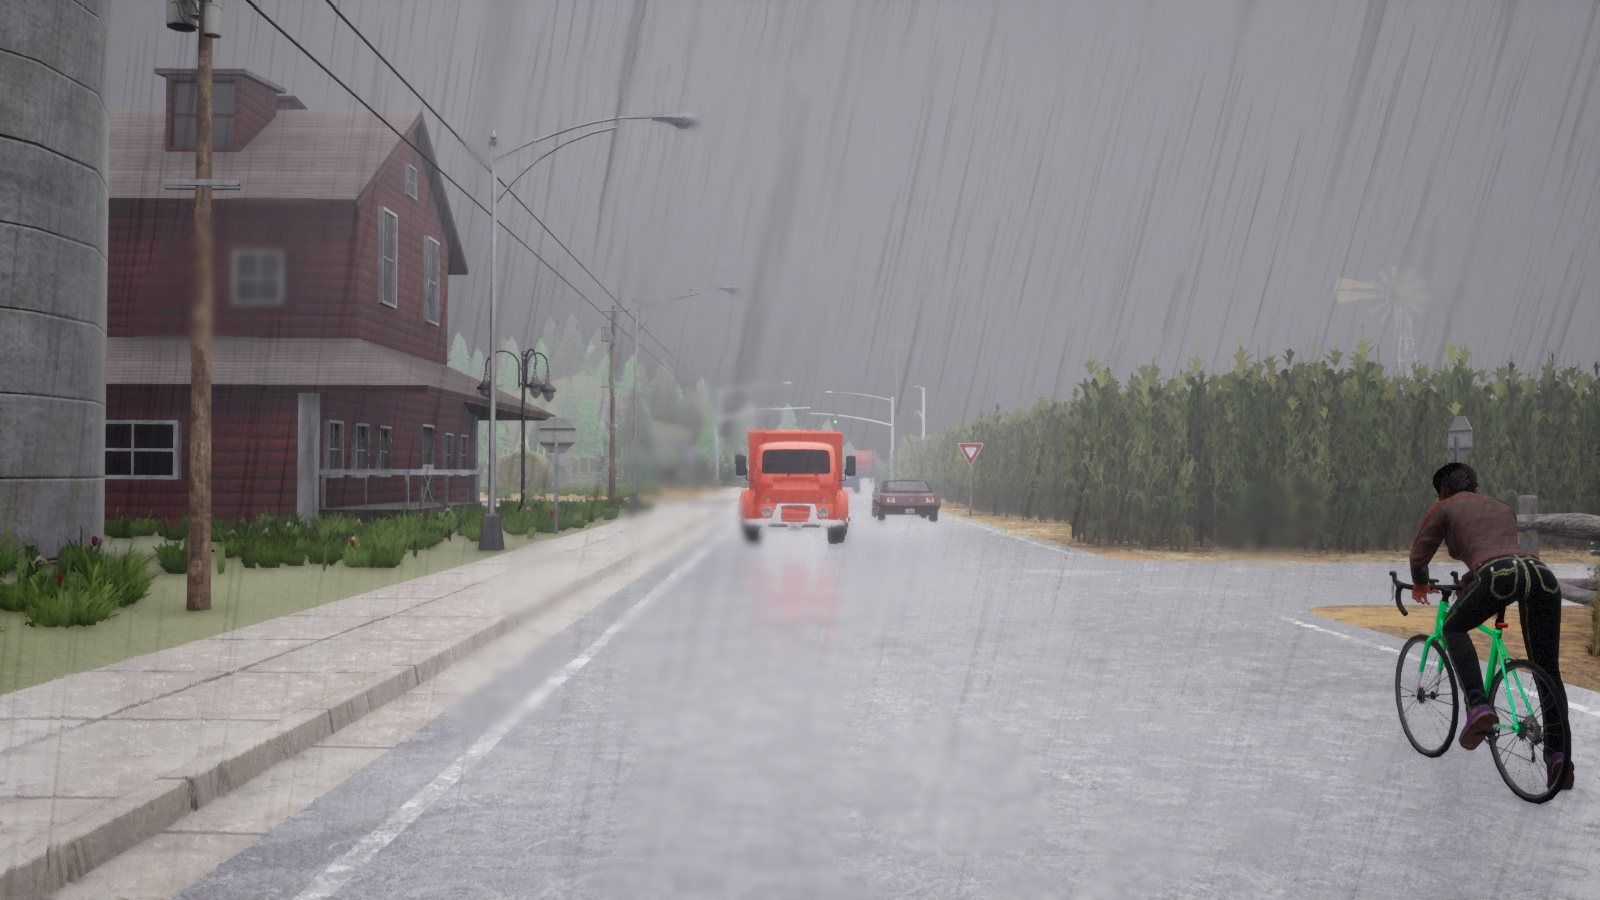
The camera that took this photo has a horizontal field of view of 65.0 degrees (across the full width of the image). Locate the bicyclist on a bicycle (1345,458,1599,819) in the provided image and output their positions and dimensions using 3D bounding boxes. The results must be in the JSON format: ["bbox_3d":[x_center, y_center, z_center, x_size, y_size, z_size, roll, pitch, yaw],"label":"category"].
[{"bbox_3d":[3.478,0.862,6.486,0.582,1.620,1.656,0,-1,0],"label":"bicyclist on a bicycle"}]

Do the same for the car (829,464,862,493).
[{"bbox_3d":[3.233,2.033,90.319,2.150,2.045,5.566,0,-1,0],"label":"car"}]

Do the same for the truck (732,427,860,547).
[{"bbox_3d":[-0.094,0.805,28.403,2.627,2.467,5.204,0,-1,0],"label":"truck"}]

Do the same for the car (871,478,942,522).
[{"bbox_3d":[3.373,1.582,40.627,1.895,1.301,4.718,0,-1,0],"label":"car"}]

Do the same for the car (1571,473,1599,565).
[{"bbox_3d":[15.335,1.093,20.049,4.892,1.490,1.837,0,-1,0],"label":"car"}]
